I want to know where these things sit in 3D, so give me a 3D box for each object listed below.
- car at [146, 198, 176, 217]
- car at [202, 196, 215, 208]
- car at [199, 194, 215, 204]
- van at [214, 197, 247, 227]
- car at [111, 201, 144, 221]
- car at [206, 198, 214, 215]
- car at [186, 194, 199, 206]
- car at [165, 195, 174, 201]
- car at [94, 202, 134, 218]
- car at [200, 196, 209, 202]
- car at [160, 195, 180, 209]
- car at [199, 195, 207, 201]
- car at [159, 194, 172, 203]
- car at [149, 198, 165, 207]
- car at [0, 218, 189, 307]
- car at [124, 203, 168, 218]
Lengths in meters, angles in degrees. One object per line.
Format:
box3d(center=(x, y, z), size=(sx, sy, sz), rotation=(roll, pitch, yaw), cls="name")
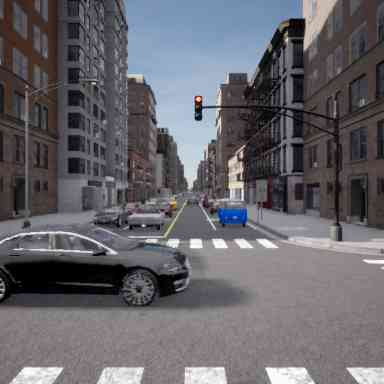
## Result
box3d(center=(-2.816, 1.562, 31.146), size=(1.994, 1.385, 4.181), rotation=(0, 0, 0), cls="car")
box3d(center=(2.683, 1.576, 45.193), size=(1.802, 1.307, 4.206), rotation=(0, 0, 0), cls="car")
box3d(center=(2.689, 1.305, 50.874), size=(2.192, 1.841, 5.009), rotation=(0, 0, 0), cls="car")
box3d(center=(2.660, 1.340, 22.467), size=(1.690, 1.788, 3.998), rotation=(0, 0, 0), cls="van")
box3d(center=(-5.360, 1.543, 28.148), size=(1.887, 1.381, 4.507), rotation=(0, 0, 0), cls="car")
box3d(center=(2.671, 1.580, 33.830), size=(1.802, 1.307, 4.206), rotation=(0, 0, 0), cls="car")
box3d(center=(0.160, 1.478, 55.365), size=(2.128, 1.511, 4.902), rotation=(0, 0, 0), cls="car")
box3d(center=(-5.307, 1.409, 79.285), size=(1.967, 1.590, 4.097), rotation=(0, 0, 0), cls="car")
box3d(center=(-5.365, 1.549, 22.467), size=(2.008, 1.369, 4.403), rotation=(0, 0, 0), cls="car")
box3d(center=(2.712, 1.524, 73.599), size=(2.008, 1.369, 4.403), rotation=(0, 0, 0), cls="car")
box3d(center=(-2.799, 1.473, 41.275), size=(1.882, 1.535, 5.008), rotation=(0, 0, 0), cls="car")
box3d(center=(2.723, 1.530, 84.962), size=(1.947, 1.339, 4.313), rotation=(0, 0, 0), cls="car")
box3d(center=(-5.319, 1.292, 67.921), size=(2.192, 1.841, 5.009), rotation=(0, 0, 0), cls="car")
box3d(center=(-5.336, 1.556, 50.877), size=(1.947, 1.339, 4.313), rotation=(0, 0, 0), cls="car")
box3d(center=(-2.510, 1.484, 7.340), size=(4.902, 1.511, 2.128), rotation=(0, 0, 0), cls="car")
box3d(center=(-2.798, 1.600, 21.173), size=(1.895, 1.301, 4.718), rotation=(0, 0, -1), cls="car")
